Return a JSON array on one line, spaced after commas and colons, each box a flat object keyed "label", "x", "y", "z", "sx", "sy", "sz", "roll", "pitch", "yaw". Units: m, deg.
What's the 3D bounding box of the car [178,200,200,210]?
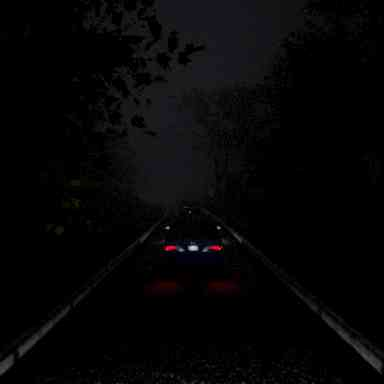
[{"label": "car", "x": -0.263, "y": 1.533, "z": 31.400, "sx": 2.128, "sy": 1.511, "sz": 4.902, "roll": 0, "pitch": 0, "yaw": -2}]

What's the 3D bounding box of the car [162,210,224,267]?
[{"label": "car", "x": 0.039, "y": 1.563, "z": 11.462, "sx": 2.033, "sy": 1.411, "sz": 5.357, "roll": 0, "pitch": 0, "yaw": 0}]
